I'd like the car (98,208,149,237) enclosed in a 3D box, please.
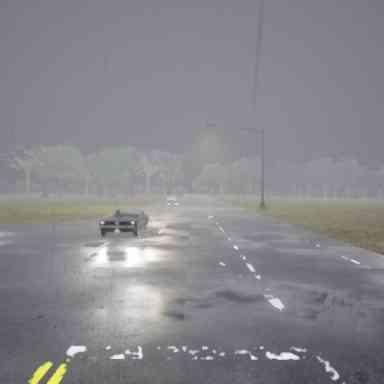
[{"bbox_3d":[-3.482,1.549,17.726,1.895,1.301,4.718,0,-1,0],"label":"car"}]

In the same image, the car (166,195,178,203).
[{"bbox_3d":[-3.644,1.324,60.950,1.812,1.442,4.674,0,0,0],"label":"car"}]
